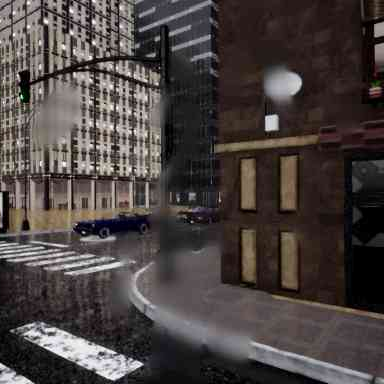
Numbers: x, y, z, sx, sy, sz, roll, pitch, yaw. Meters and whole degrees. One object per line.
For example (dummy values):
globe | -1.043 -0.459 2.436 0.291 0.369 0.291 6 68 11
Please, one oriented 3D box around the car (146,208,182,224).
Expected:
car | -3.134 1.893 25.600 2.008 1.369 4.403 -2 -2 35

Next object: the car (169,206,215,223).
car | 0.059 1.974 30.163 2.008 1.369 4.403 -2 -2 35

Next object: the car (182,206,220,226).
car | 1.540 1.929 27.507 2.033 1.411 5.357 -1 -1 35

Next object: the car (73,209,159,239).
car | -4.364 1.835 19.155 1.895 1.301 4.718 -1 -1 36
